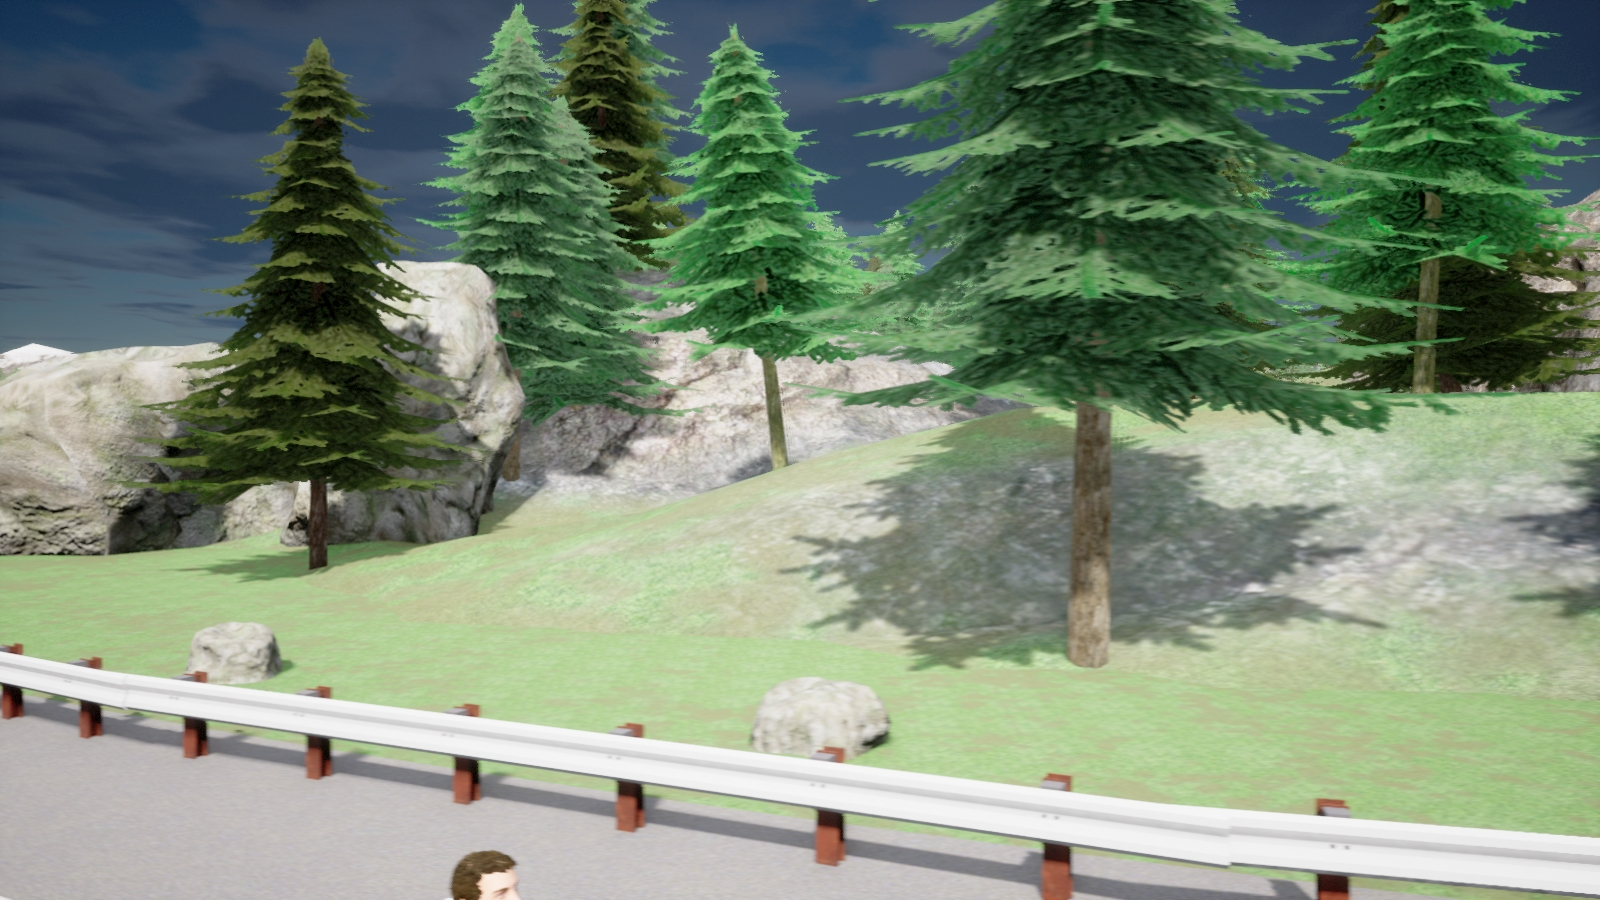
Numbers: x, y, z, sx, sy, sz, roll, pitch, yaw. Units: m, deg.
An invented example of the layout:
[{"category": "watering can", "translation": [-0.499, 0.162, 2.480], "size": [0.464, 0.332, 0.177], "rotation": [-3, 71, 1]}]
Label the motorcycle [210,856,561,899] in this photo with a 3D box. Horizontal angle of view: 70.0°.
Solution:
[{"category": "motorcycle", "translation": [-1.087, 2.175, 3.651], "size": [2.033, 1.217, 0.803], "rotation": [0, 0, 22]}]
